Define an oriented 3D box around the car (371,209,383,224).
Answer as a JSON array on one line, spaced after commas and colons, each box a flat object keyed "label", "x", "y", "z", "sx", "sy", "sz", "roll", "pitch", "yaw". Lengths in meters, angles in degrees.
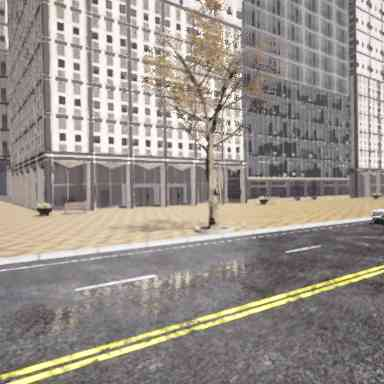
[{"label": "car", "x": 13.166, "y": 1.301, "z": 20.743, "sx": 4.718, "sy": 1.301, "sz": 1.895, "roll": -1, "pitch": 0, "yaw": -35}]
